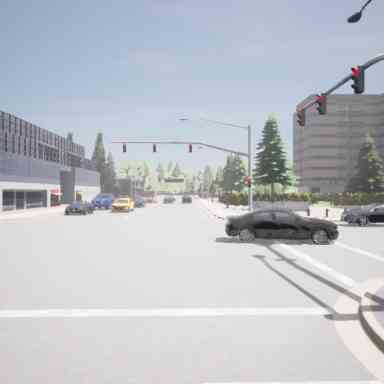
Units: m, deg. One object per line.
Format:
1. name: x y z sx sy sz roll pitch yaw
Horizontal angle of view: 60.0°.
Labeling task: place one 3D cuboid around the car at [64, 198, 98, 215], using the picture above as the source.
1. car: -11.238 1.564 33.469 1.994 1.385 4.181 0 0 -1

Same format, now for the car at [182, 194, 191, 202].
1. car: -1.204 1.355 75.018 2.097 1.767 4.553 0 0 -1

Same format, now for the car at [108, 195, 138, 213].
1. car: -7.802 1.478 37.861 1.882 1.535 5.008 0 0 -1

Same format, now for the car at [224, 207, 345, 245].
1. car: 3.989 1.478 15.251 5.008 1.535 1.882 0 1 10

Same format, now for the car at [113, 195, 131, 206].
1. car: -11.517 1.352 54.838 2.097 1.767 4.553 0 0 -1

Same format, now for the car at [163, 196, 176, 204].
1. car: -4.565 1.547 64.629 2.033 1.411 5.357 0 0 -1

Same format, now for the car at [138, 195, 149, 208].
1. car: -7.932 1.355 47.748 2.097 1.767 4.553 0 0 -1

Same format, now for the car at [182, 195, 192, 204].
1. car: -0.968 1.505 64.953 1.837 1.490 4.892 0 0 -1

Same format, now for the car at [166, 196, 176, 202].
1. car: -4.709 1.510 75.265 1.895 1.301 4.718 0 0 -1

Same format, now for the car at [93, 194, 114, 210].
1. car: -11.370 1.222 42.822 2.150 2.045 5.566 0 0 -1

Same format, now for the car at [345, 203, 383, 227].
1. car: 12.505 1.492 22.232 4.902 1.511 2.128 0 0 -1

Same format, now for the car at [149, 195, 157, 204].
1. car: -8.104 1.351 65.926 2.097 1.767 4.553 0 0 0
